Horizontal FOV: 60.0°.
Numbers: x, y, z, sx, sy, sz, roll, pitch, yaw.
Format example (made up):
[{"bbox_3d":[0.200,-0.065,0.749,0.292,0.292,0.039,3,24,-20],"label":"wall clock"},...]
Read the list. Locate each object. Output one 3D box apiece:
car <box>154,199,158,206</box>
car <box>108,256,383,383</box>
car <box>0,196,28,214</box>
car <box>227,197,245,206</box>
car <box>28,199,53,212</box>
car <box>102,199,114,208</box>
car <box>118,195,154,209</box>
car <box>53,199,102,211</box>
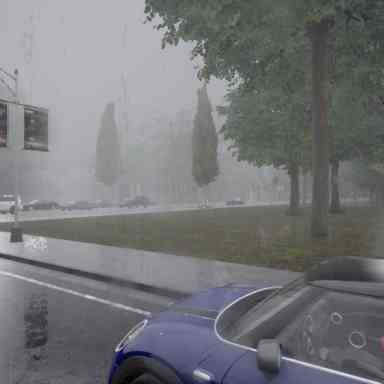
[{"bbox_3d":[-8.131,1.836,59.636,2.128,1.511,4.902,0,0,36],"label":"car"},{"bbox_3d":[1.416,1.352,2.679,4.553,1.767,2.097,0,0,36],"label":"car"},{"bbox_3d":[-21.065,1.399,35.546,2.150,2.045,5.566,0,0,34],"label":"car"},{"bbox_3d":[8.809,1.818,66.574,2.097,1.767,4.553,0,-1,35],"label":"car"},{"bbox_3d":[-19.759,1.695,43.073,1.882,1.535,5.008,0,0,35],"label":"car"},{"bbox_3d":[-14.077,1.837,51.192,1.994,1.385,4.181,0,0,35],"label":"car"},{"bbox_3d":[-9.113,1.514,52.615,2.150,2.045,5.566,0,0,36],"label":"car"},{"bbox_3d":[-15.102,1.778,44.062,2.033,1.411,5.357,0,0,35],"label":"car"}]
